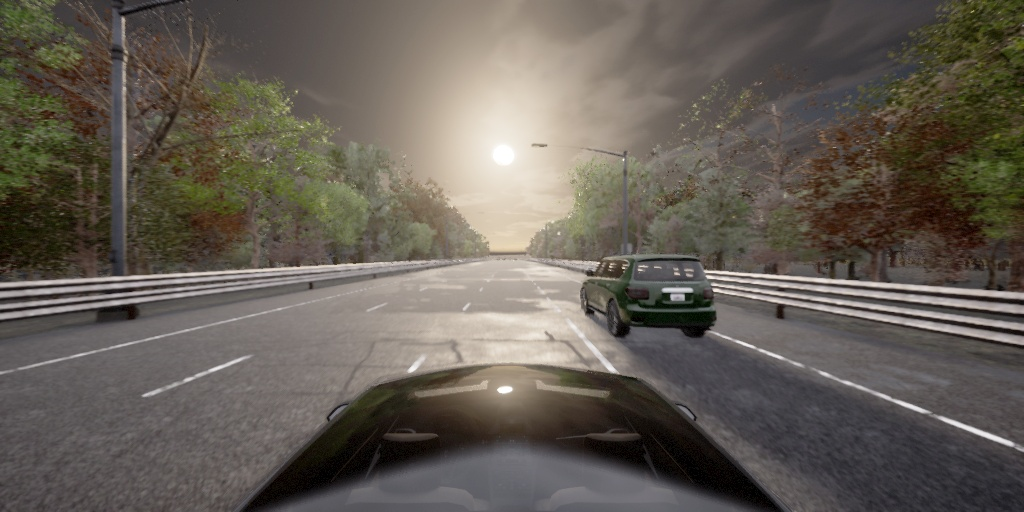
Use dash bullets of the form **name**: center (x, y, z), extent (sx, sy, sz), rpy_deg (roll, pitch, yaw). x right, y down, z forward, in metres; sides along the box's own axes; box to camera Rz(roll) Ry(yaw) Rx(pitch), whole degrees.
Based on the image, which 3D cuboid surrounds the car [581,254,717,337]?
- **car**: center (3.521, 0.980, 10.354), extent (2.150, 2.045, 5.566), rpy_deg (0, 0, -1)
